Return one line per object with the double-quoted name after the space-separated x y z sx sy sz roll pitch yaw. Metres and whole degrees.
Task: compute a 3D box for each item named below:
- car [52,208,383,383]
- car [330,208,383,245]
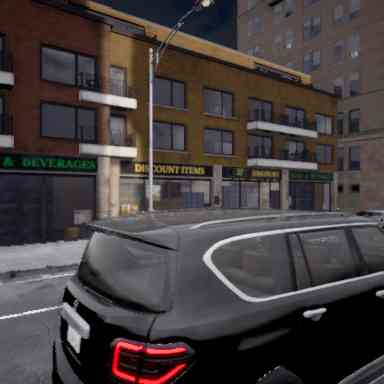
1.253 1.223 4.171 5.566 2.045 2.150 0 0 -35 "car"
8.836 1.566 16.200 4.313 1.339 1.947 0 0 -35 "car"
